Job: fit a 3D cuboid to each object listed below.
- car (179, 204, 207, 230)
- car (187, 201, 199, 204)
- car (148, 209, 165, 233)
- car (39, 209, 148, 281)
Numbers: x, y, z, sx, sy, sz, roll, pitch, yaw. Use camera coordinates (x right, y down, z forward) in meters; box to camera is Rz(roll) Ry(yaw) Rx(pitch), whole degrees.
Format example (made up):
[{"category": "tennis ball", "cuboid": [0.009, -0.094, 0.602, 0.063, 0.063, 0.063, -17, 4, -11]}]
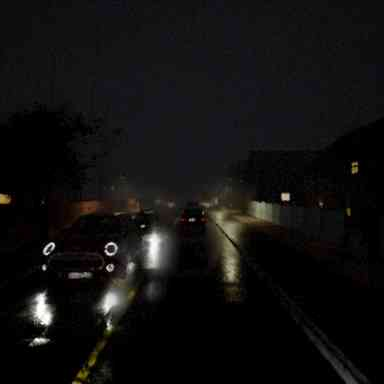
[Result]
[{"category": "car", "cuboid": [0.081, 1.783, 22.978, 2.033, 1.411, 5.357, 0, -1, 1]}, {"category": "car", "cuboid": [0.117, 1.905, 41.939, 1.882, 1.535, 5.008, 0, -1, 0]}, {"category": "car", "cuboid": [-2.791, 1.778, 21.108, 1.994, 1.385, 4.181, 0, 0, 1]}, {"category": "car", "cuboid": [-2.832, 1.458, 10.310, 2.097, 1.767, 4.553, 0, -1, 0]}]
